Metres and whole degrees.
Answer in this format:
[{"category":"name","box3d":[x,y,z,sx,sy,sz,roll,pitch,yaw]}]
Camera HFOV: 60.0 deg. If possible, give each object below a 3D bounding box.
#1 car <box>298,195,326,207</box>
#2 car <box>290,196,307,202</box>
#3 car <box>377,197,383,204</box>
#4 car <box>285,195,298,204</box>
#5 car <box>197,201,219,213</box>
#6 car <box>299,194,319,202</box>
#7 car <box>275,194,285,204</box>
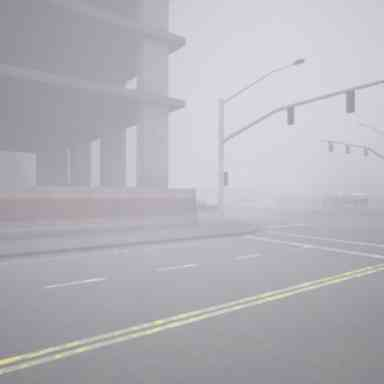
[{"category":"car","box3d":[21.229,1.574,58.974,3.806,1.475,1.970,0,0,-35]},{"category":"car","box3d":[25.428,1.595,79.132,3.905,1.438,1.784,0,0,-35]},{"category":"car","box3d":[36.887,1.626,62.993,3.806,1.475,1.970,0,0,-35]},{"category":"car","box3d":[19.556,1.542,61.337,3.905,1.438,1.784,0,0,-35]},{"category":"car","box3d":[1.329,1.624,37.154,1.895,1.301,4.718,0,0,-36]},{"category":"car","box3d":[27.050,1.384,76.732,4.605,1.855,1.932,0,0,-35]},{"category":"car","box3d":[17.965,1.332,63.498,4.605,1.855,1.932,0,0,-35]}]
